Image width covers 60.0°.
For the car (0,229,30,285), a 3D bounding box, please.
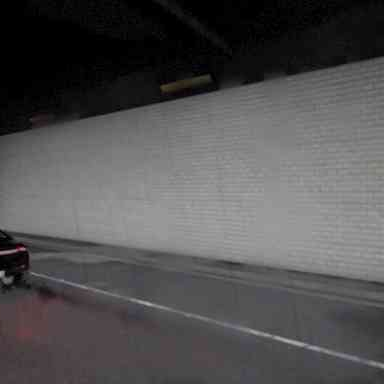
[{"bbox_3d":[-5.971,1.493,8.252,4.902,1.511,2.128,0,0,36],"label":"car"}]
